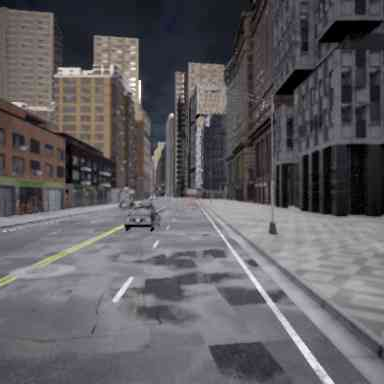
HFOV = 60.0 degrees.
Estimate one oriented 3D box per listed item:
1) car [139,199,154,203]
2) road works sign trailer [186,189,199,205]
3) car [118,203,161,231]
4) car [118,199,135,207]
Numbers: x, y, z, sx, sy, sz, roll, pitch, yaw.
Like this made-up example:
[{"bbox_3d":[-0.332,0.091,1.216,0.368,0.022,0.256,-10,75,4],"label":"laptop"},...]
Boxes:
[{"bbox_3d":[-6.564,1.864,48.513,1.837,1.490,4.892,0,0,0],"label":"car"},{"bbox_3d":[0.023,0.997,71.491,2.380,3.560,2.880,0,0,0],"label":"road works sign trailer"},{"bbox_3d":[-3.148,1.708,21.855,2.033,1.411,5.357,0,0,0],"label":"car"},{"bbox_3d":[-9.796,1.864,50.300,2.128,1.511,4.902,0,0,1],"label":"car"}]
